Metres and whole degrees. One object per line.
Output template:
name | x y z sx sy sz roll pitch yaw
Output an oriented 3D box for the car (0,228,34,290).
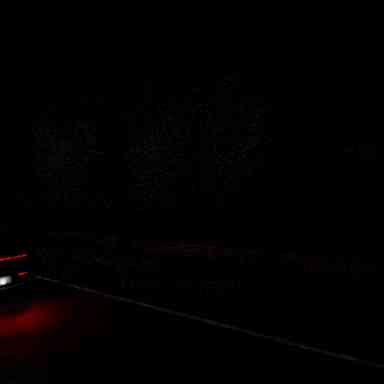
car | -5.769 1.556 8.103 4.892 1.490 1.837 0 0 35
